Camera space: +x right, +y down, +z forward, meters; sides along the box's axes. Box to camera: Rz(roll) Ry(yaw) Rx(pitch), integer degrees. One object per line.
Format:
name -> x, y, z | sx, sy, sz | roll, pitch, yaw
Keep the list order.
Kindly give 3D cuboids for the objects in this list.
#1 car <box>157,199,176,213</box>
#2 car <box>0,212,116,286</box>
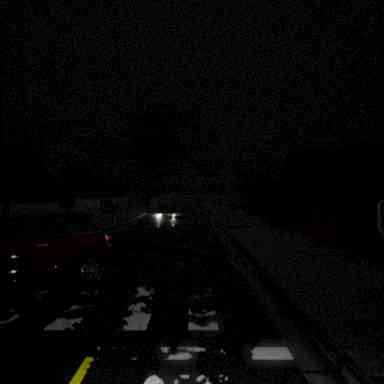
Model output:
car -> -2.796, 1.496, 37.375 | 1.882, 1.535, 5.008 | 0, 0, 0
car -> -4.247, 1.310, 7.939 | 4.553, 1.767, 2.097 | 0, -4, -29
